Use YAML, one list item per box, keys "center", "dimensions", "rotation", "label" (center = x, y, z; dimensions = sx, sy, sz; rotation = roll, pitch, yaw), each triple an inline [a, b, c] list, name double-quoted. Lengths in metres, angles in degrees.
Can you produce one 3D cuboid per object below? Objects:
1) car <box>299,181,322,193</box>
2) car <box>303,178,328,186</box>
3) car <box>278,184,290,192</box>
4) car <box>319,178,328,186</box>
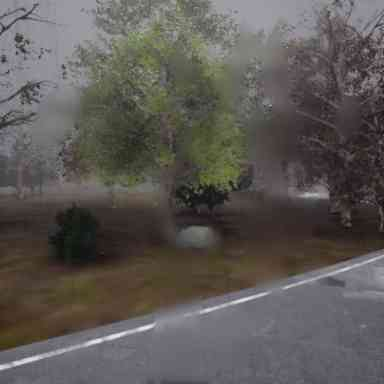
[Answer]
- center: [19.153, -0.735, 55.066]
  dimensions: [2.128, 1.511, 4.902]
  rotation: [-4, 3, 3]
  label: "car"
- center: [27.287, -2.266, 73.371]
  dimensions: [5.357, 1.411, 2.033]
  rotation: [-6, 3, -29]
  label: "car"
- center: [16.784, -0.765, 60.473]
  dimensions: [1.994, 1.385, 4.181]
  rotation: [-3, 3, 18]
  label: "car"
- center: [28.457, -2.210, 70.322]
  dimensions: [4.902, 1.511, 2.128]
  rotation: [-6, 3, -29]
  label: "car"
